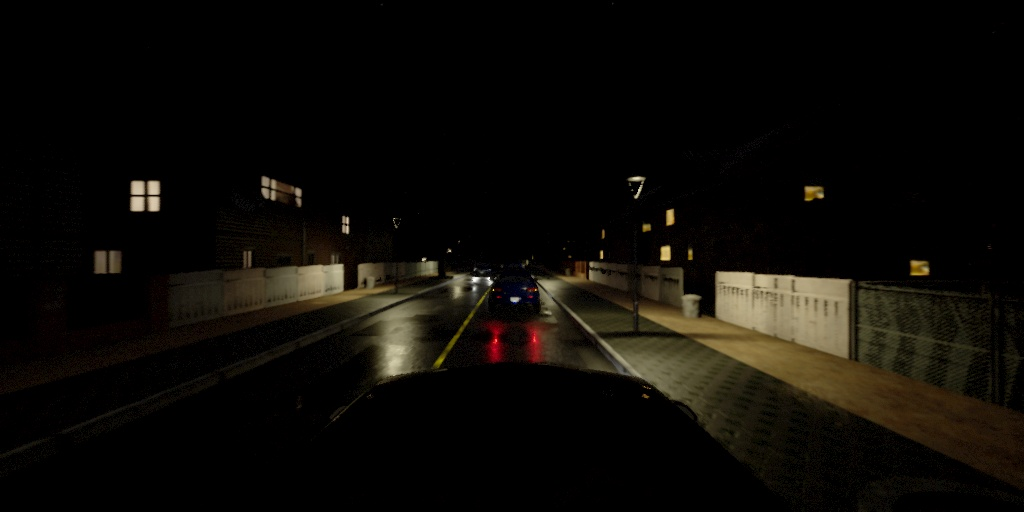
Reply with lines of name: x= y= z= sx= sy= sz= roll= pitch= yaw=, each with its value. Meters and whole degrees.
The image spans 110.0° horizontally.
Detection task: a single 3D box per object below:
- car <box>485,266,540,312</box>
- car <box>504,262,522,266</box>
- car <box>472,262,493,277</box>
car: x=0.094 y=1.277 z=14.193 sx=1.812 sy=1.442 sz=4.674 roll=0 pitch=0 yaw=0
car: x=0.094 y=1.255 z=30.163 sx=1.882 sy=1.535 sz=5.008 roll=0 pitch=0 yaw=0
car: x=-2.846 y=1.322 z=36.069 sx=1.812 sy=1.442 sz=4.674 roll=0 pitch=0 yaw=0
